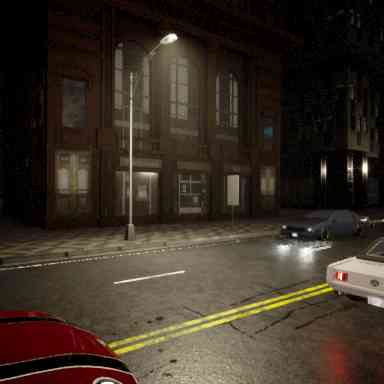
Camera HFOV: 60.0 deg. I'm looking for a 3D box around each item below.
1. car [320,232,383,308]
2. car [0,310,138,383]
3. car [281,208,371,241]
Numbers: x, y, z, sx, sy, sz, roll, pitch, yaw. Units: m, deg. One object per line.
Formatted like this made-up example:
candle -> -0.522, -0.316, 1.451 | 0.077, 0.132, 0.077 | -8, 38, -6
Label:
car -> 4.984, 1.597, 6.992 | 4.718, 1.301, 1.895 | 0, 0, -35
car -> -2.451, 1.352, 1.691 | 4.553, 1.767, 2.097 | 0, 0, -36
car -> 6.789, 1.536, 16.515 | 5.357, 1.411, 2.033 | 0, 0, -35
